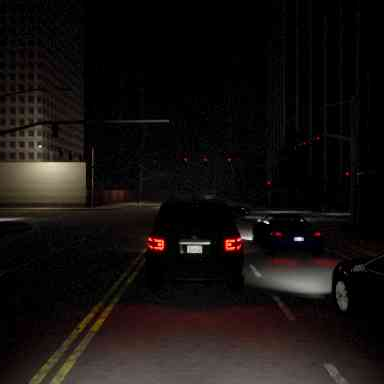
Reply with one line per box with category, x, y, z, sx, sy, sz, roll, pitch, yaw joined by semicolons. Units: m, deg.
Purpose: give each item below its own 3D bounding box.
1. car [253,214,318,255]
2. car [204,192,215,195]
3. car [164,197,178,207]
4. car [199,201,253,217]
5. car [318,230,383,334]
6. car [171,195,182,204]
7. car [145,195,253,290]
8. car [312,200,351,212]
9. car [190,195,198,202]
car;3.644;1.564;13.267;1.994;1.385;4.181;0;0;1
car;3.919;1.083;73.889;2.150;2.045;5.566;0;0;0
car;-3.295;1.504;52.711;1.837;1.490;4.892;0;0;0
car;3.196;1.576;31.744;4.718;1.301;1.895;0;0;34
car;3.622;1.505;4.590;1.837;1.490;4.892;0;0;0
car;-3.140;1.478;67.116;1.882;1.535;5.008;0;0;1
car;0.094;1.221;9.226;2.150;2.045;5.566;0;0;1
car;15.835;1.545;36.622;4.718;1.301;1.895;0;0;0
car;0.419;1.358;73.879;1.837;1.490;4.892;0;0;0
